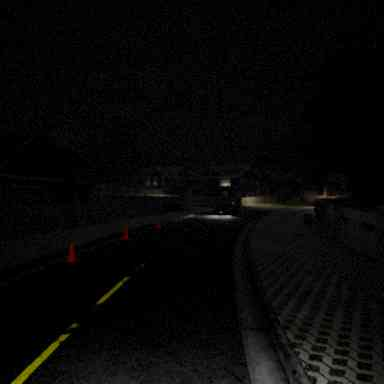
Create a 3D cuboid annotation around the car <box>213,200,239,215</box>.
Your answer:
[{"bbox_3d":[3.668,1.591,34.741,2.033,1.411,5.357,0,0,18],"label":"car"}]

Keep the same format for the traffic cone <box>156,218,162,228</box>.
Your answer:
[{"bbox_3d":[-2.109,1.969,21.006,0.340,0.580,0.340,0,0,13],"label":"traffic cone"}]

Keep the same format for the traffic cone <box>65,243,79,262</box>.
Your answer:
[{"bbox_3d":[-3.939,1.954,10.900,0.340,0.580,0.340,0,0,7],"label":"traffic cone"}]

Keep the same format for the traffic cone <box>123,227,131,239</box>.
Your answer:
[{"bbox_3d":[-3.166,1.961,15.978,0.340,0.580,0.340,0,0,10],"label":"traffic cone"}]
